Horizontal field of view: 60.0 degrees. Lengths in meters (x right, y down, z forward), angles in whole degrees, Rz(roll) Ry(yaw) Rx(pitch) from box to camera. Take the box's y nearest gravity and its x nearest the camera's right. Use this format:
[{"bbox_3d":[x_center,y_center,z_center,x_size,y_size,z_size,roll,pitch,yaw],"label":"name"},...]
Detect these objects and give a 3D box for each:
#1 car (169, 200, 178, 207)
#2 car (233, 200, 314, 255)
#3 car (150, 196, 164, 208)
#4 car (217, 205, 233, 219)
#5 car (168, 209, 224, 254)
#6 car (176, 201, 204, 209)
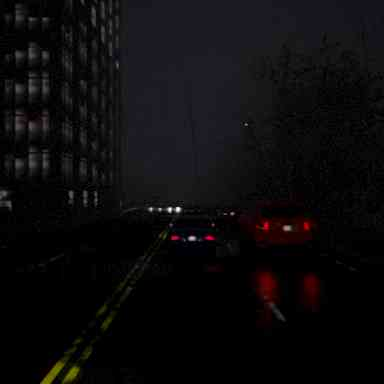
[{"bbox_3d":[-3.234,2.170,61.595,1.895,1.301,4.718,0,-1,0],"label":"car"},{"bbox_3d":[3.255,1.346,14.020,2.150,2.045,5.566,0,0,0],"label":"car"},{"bbox_3d":[-6.484,1.777,61.670,2.150,2.045,5.566,0,-1,0],"label":"car"},{"bbox_3d":[3.260,1.815,28.982,2.033,1.411,5.357,0,0,0],"label":"car"},{"bbox_3d":[0.006,1.677,13.982,2.033,1.411,5.357,0,0,0],"label":"car"},{"bbox_3d":[0.014,1.763,29.291,2.128,1.511,4.902,0,0,0],"label":"car"}]
